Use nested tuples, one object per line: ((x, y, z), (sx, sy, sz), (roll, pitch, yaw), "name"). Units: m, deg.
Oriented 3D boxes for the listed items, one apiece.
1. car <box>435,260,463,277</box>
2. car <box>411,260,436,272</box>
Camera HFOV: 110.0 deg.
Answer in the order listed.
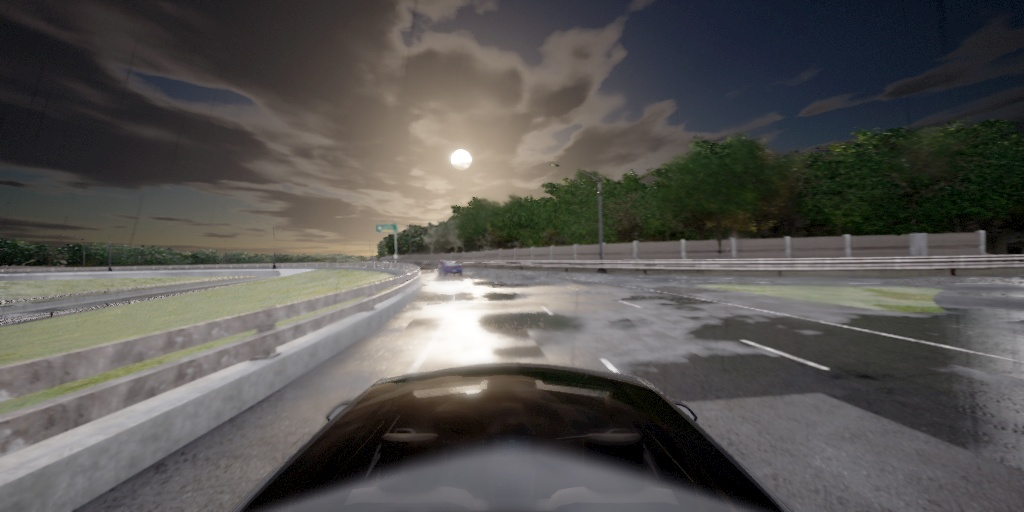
((-6.691, 1.369, 38.763), (1.882, 1.535, 5.008), (-1, 0, -21), "car")
((-12.610, 1.520, 51.669), (1.837, 1.490, 4.892), (-1, 0, -29), "car")
